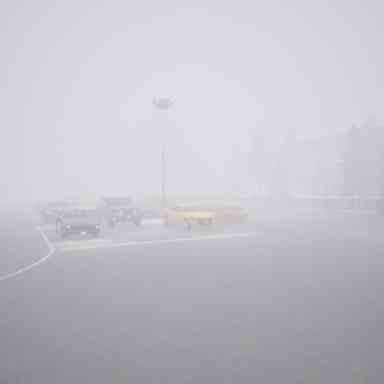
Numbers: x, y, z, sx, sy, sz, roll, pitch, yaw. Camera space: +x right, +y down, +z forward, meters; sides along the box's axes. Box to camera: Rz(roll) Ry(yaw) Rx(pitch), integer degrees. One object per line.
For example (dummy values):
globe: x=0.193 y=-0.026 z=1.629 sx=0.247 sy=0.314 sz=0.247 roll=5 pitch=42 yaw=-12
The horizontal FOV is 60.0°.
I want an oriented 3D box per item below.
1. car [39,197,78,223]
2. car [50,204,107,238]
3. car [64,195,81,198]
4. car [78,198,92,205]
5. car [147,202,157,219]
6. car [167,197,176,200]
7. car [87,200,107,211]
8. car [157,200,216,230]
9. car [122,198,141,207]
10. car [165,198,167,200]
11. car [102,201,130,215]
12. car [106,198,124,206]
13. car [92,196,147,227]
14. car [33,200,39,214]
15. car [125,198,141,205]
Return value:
car: x=-10.896 y=1.507 z=26.942 sx=2.097 sy=1.767 sz=4.553 roll=0 pitch=0 yaw=-28
car: x=-6.519 y=1.650 z=18.672 sx=2.033 sy=1.411 sz=5.357 roll=0 pitch=0 yaw=-27
car: x=-15.260 y=1.454 z=42.616 sx=2.150 sy=2.045 sz=5.566 roll=0 pitch=0 yaw=-29
car: x=-10.296 y=1.650 z=33.271 sx=1.882 sy=1.535 sz=5.008 roll=0 pitch=0 yaw=-28
car: x=-4.547 y=1.690 z=29.895 sx=1.994 sy=1.385 sz=4.181 roll=0 pitch=0 yaw=-29
car: x=-4.197 y=1.724 z=59.307 sx=1.837 sy=1.490 sz=4.892 roll=0 pitch=0 yaw=-28
car: x=-13.320 y=1.797 z=46.457 sx=1.994 sy=1.385 sz=4.181 roll=0 pitch=0 yaw=-28
car: x=-0.315 y=1.553 z=21.958 sx=1.882 sy=1.535 sz=5.008 roll=0 pitch=0 yaw=-28
car: x=-10.194 y=1.770 z=55.846 sx=1.812 sy=1.442 sz=4.674 roll=0 pitch=0 yaw=-28
car: x=-6.786 y=1.448 z=56.886 sx=2.150 sy=2.045 sz=5.566 roll=0 pitch=0 yaw=-28
car: x=-8.643 y=1.740 z=37.625 sx=1.994 sy=1.385 sz=4.181 roll=0 pitch=0 yaw=-28
car: x=-14.916 y=1.848 z=64.505 sx=2.033 sy=1.411 sz=5.357 roll=0 pitch=0 yaw=-28
car: x=-5.403 y=1.334 z=24.065 sx=2.150 sy=2.045 sz=5.566 roll=0 pitch=0 yaw=-28
car: x=-15.688 y=1.761 z=35.953 sx=2.033 sy=1.411 sz=5.357 roll=0 pitch=0 yaw=-28
car: x=-11.779 y=1.850 z=66.057 sx=1.994 sy=1.385 sz=4.181 roll=0 pitch=0 yaw=-28
